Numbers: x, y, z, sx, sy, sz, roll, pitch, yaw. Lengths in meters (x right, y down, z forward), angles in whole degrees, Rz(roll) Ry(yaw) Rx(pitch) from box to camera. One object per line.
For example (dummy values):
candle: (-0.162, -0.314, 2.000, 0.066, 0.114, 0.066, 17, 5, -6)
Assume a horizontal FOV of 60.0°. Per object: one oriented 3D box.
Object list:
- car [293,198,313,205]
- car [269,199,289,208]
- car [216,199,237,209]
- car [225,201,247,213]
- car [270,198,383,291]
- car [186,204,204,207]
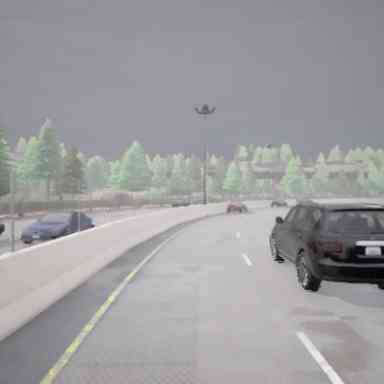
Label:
car: (22.994, 1.957, 68.577, 2.033, 1.411, 5.357, 0, -1, 42)
car: (15.310, 1.989, 58.297, 1.837, 1.490, 4.892, 0, -1, 33)
car: (5.891, 1.990, 55.892, 1.812, 1.442, 4.674, 0, -1, 29)
car: (5.696, 1.877, 42.176, 1.812, 1.442, 4.674, 0, -1, 22)
car: (3.737, 1.300, 9.358, 2.150, 2.045, 5.566, 0, 0, 2)
car: (0.768, 1.938, 53.713, 2.128, 1.511, 4.902, 0, -1, 27)
